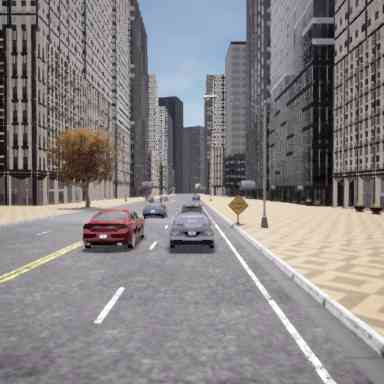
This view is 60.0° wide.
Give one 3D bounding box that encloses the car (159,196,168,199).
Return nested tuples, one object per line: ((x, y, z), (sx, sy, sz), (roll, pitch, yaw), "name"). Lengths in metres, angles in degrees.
((-6.499, 1.523, 76.747), (1.994, 1.385, 4.181), (0, 0, 0), "car")

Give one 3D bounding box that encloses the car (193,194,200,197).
((1.138, 1.328, 86.601), (2.097, 1.767, 4.553), (0, 0, 0), "car")

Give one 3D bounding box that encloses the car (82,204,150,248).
((-3.250, 1.480, 14.652), (1.882, 1.535, 5.008), (0, 0, 0), "car")

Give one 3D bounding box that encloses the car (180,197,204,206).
((0.000, 1.507, 29.654), (1.837, 1.490, 4.892), (0, 0, 0), "car")

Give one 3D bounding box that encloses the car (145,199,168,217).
((-3.250, 1.563, 29.654), (1.994, 1.385, 4.181), (0, 0, 0), "car")

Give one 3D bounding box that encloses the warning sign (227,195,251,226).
((2.865, 1.108, 20.605), (1.300, 1.860, 1.060), (1, 1, 0), "warning sign")

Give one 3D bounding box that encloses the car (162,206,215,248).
((0.000, 1.558, 14.653), (2.033, 1.411, 5.357), (0, 0, 0), "car")

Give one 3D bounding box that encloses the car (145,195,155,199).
((-9.750, 1.496, 76.747), (2.128, 1.511, 4.902), (0, 0, 0), "car")
